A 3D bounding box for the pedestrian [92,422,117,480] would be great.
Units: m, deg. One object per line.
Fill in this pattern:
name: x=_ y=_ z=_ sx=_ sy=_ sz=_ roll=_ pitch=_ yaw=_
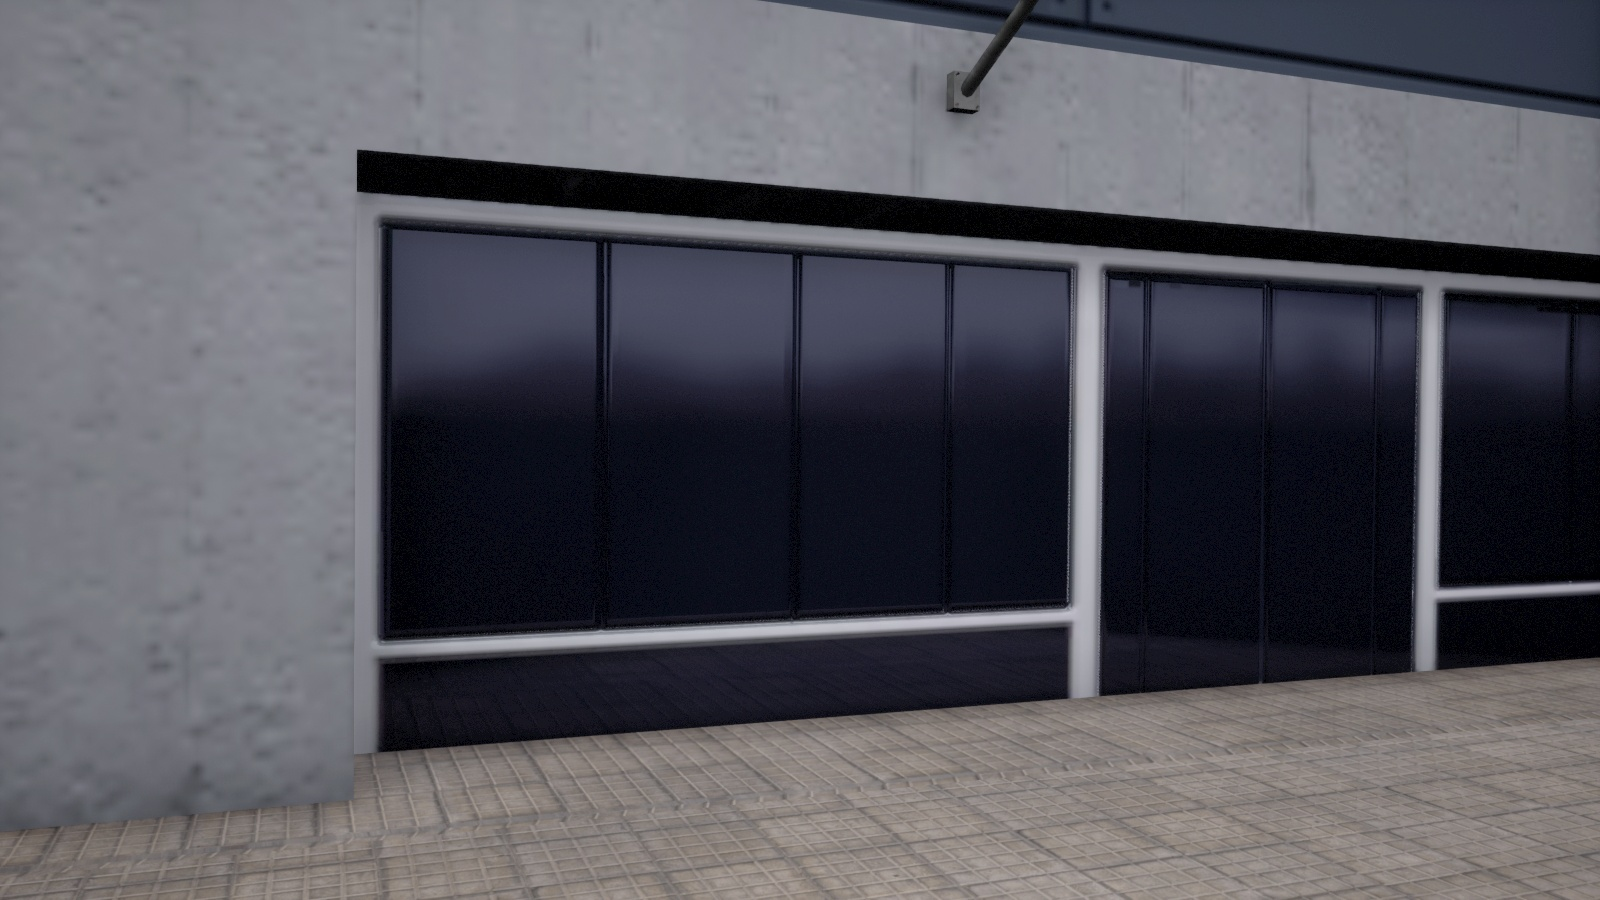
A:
pedestrian: x=-23.441 y=0.020 z=42.344 sx=0.692 sy=1.930 sz=0.395 roll=-1 pitch=1 yaw=-30
